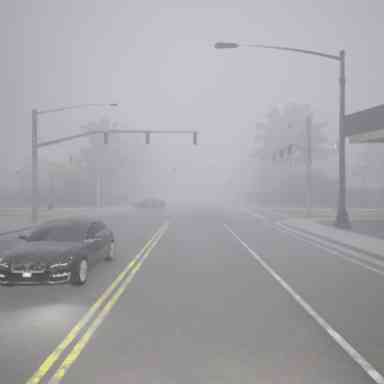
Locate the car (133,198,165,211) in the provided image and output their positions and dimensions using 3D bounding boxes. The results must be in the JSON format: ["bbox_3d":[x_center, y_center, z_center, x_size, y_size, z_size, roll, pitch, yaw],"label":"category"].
[{"bbox_3d":[-5.437,1.490,41.426,4.902,1.511,2.128,0,0,43],"label":"car"}]

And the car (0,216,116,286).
[{"bbox_3d":[-3.501,1.505,9.485,1.837,1.490,4.892,0,0,0],"label":"car"}]
